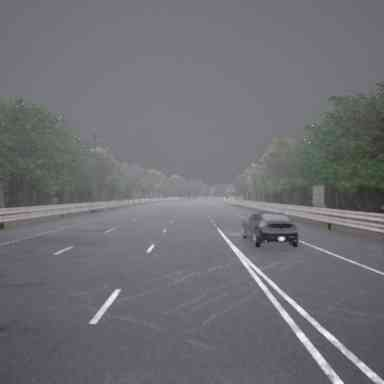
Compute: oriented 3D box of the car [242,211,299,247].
[{"bbox_3d":[3.608,1.693,15.978,1.837,1.490,4.892,0,-1,-1],"label":"car"}]
